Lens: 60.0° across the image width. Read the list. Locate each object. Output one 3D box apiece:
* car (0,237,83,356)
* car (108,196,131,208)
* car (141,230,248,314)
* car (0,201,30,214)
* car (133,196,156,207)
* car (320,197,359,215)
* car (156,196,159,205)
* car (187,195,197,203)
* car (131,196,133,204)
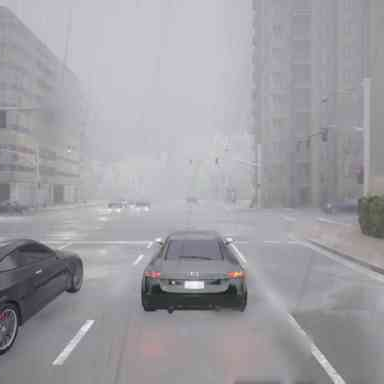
[{"bbox_3d":[-3.460,1.526,5.912,1.812,1.442,4.674,0,0,0],"label":"car"},{"bbox_3d":[-10.682,1.547,48.176,2.033,1.411,5.357,0,0,0],"label":"car"},{"bbox_3d":[0.049,1.564,7.714,1.994,1.385,4.181,0,0,0],"label":"car"},{"bbox_3d":[-19.366,1.600,34.019,4.718,1.301,1.895,0,0,0],"label":"car"},{"bbox_3d":[-7.176,1.547,50.707,2.033,1.411,5.357,0,0,0],"label":"car"},{"bbox_3d":[15.512,1.352,33.754,4.553,1.767,2.097,0,0,1],"label":"car"},{"bbox_3d":[-7.183,1.504,60.727,1.837,1.490,4.892,0,0,0],"label":"car"},{"bbox_3d":[-0.049,1.352,69.755,2.097,1.767,4.553,0,0,0],"label":"car"},{"bbox_3d":[-10.691,1.504,57.873,1.837,1.490,4.892,0,0,0],"label":"car"}]
